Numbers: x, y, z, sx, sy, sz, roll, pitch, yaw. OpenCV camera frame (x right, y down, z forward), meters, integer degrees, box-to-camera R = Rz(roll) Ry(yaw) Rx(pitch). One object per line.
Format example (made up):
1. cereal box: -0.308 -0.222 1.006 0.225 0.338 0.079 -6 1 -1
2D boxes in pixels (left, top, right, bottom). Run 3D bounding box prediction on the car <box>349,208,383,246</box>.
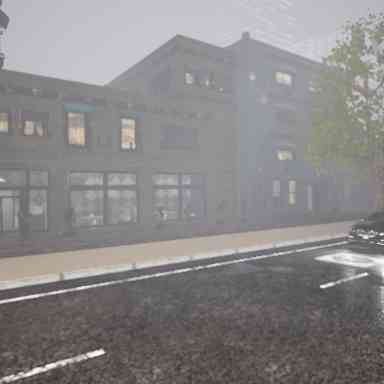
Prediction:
1. car: 8.361 1.409 13.640 4.892 1.490 1.837 0 0 -35
